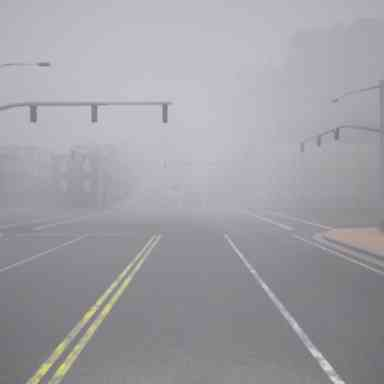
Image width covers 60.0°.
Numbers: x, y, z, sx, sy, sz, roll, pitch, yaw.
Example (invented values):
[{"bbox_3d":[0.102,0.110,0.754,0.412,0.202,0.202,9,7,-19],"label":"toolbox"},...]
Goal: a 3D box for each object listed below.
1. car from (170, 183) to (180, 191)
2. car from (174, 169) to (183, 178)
[{"bbox_3d":[-3.484,-1.087,68.200,1.994,1.385,4.181,0,10,0],"label":"car"},{"bbox_3d":[-3.480,-4.787,84.366,2.097,1.767,4.553,0,12,0],"label":"car"}]
